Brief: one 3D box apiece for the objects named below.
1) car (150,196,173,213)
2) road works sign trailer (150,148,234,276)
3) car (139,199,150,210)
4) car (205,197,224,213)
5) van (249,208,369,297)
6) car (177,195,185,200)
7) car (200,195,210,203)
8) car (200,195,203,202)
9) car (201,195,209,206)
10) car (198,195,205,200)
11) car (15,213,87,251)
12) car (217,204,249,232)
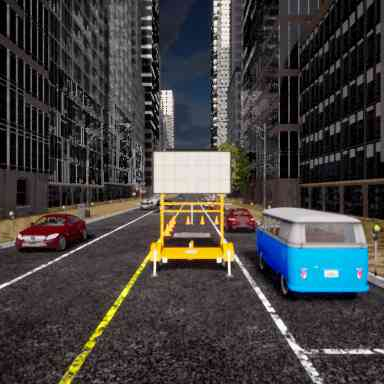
[{"bbox_3d":[-3.096,1.503,36.485,1.837,1.490,4.892,0,0,0],"label":"car"},{"bbox_3d":[0.001,0.464,10.288,2.380,3.560,2.880,0,0,0],"label":"road works sign trailer"},{"bbox_3d":[-5.684,1.548,42.428,2.008,1.369,4.403,0,0,0],"label":"car"},{"bbox_3d":[2.695,1.581,36.731,1.802,1.307,4.206,0,0,0],"label":"car"},{"bbox_3d":[2.691,1.341,8.269,1.690,1.788,3.998,0,0,0],"label":"van"},{"bbox_3d":[-2.988,1.455,90.287,1.812,1.442,4.674,0,0,0],"label":"car"},{"bbox_3d":[2.701,1.401,70.885,1.967,1.590,4.097,0,0,0],"label":"car"},{"bbox_3d":[2.698,1.538,53.808,2.008,1.369,4.403,0,0,0],"label":"car"},{"bbox_3d":[2.697,1.544,48.116,2.008,1.369,4.403,0,0,0],"label":"car"},{"bbox_3d":[2.705,1.462,93.655,1.887,1.381,4.507,0,0,0],"label":"car"},{"bbox_3d":[-5.689,1.581,13.965,1.802,1.307,4.206,0,0,0],"label":"car"},{"bbox_3d":[2.693,1.581,19.653,1.802,1.307,4.206,0,0,0],"label":"car"}]
